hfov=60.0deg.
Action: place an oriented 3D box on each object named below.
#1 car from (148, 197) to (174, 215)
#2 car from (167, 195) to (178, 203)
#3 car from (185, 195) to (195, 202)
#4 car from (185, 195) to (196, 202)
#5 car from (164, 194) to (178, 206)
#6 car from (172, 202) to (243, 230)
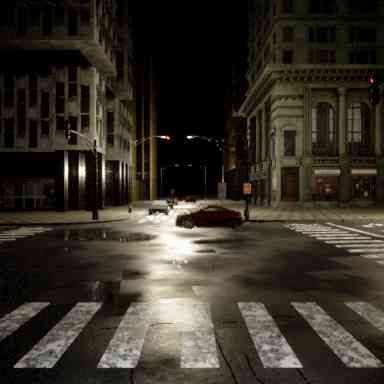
[{"bbox_3d":[-3.214,1.528,33.590,2.033,1.411,5.357,0,0,0],"label":"car"},{"bbox_3d":[-3.291,1.458,43.506,2.128,1.511,4.902,0,0,0],"label":"car"},{"bbox_3d":[-0.423,1.453,73.678,1.994,1.385,4.181,0,0,0],"label":"car"},{"bbox_3d":[-0.256,1.451,63.866,1.812,1.442,4.674,0,0,0],"label":"car"},{"bbox_3d":[-3.361,1.299,53.799,2.097,1.767,4.553,0,0,0],"label":"car"},{"bbox_3d":[1.048,1.546,20.531,4.181,1.385,1.994,-1,0,0],"label":"car"}]
